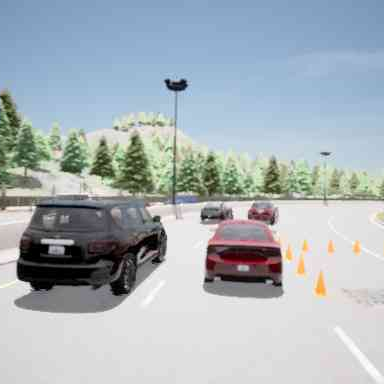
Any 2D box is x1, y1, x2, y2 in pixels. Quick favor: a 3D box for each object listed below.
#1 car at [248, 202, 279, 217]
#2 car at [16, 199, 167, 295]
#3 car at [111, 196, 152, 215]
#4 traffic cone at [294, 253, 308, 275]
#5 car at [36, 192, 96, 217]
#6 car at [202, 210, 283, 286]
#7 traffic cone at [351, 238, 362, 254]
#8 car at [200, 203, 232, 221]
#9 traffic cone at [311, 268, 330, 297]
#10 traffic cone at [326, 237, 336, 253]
[{"bbox_3d":[5.848,1.563,27.040,2.097,1.767,4.553,1,0,19],"label":"car"},{"bbox_3d":[-2.201,1.202,8.912,2.150,2.045,5.566,1,0,8],"label":"car"},{"bbox_3d":[-6.294,1.325,34.963,2.097,1.767,4.553,1,0,22],"label":"car"},{"bbox_3d":[3.152,2.054,9.594,0.340,0.580,0.340,1,0,6],"label":"traffic cone"},{"bbox_3d":[-11.512,1.068,30.977,2.150,2.045,5.566,1,0,19],"label":"car"},{"bbox_3d":[1.483,1.540,9.772,1.882,1.535,5.008,1,0,8],"label":"car"},{"bbox_3d":[6.558,2.139,13.253,0.340,0.580,0.340,1,0,6],"label":"traffic cone"},{"bbox_3d":[2.077,1.621,26.885,2.128,1.511,4.902,1,0,18],"label":"car"},{"bbox_3d":[2.940,2.043,7.605,0.340,0.580,0.340,1,0,6],"label":"traffic cone"},{"bbox_3d":[5.564,2.118,13.359,0.340,0.580,0.340,1,0,6],"label":"traffic cone"}]
